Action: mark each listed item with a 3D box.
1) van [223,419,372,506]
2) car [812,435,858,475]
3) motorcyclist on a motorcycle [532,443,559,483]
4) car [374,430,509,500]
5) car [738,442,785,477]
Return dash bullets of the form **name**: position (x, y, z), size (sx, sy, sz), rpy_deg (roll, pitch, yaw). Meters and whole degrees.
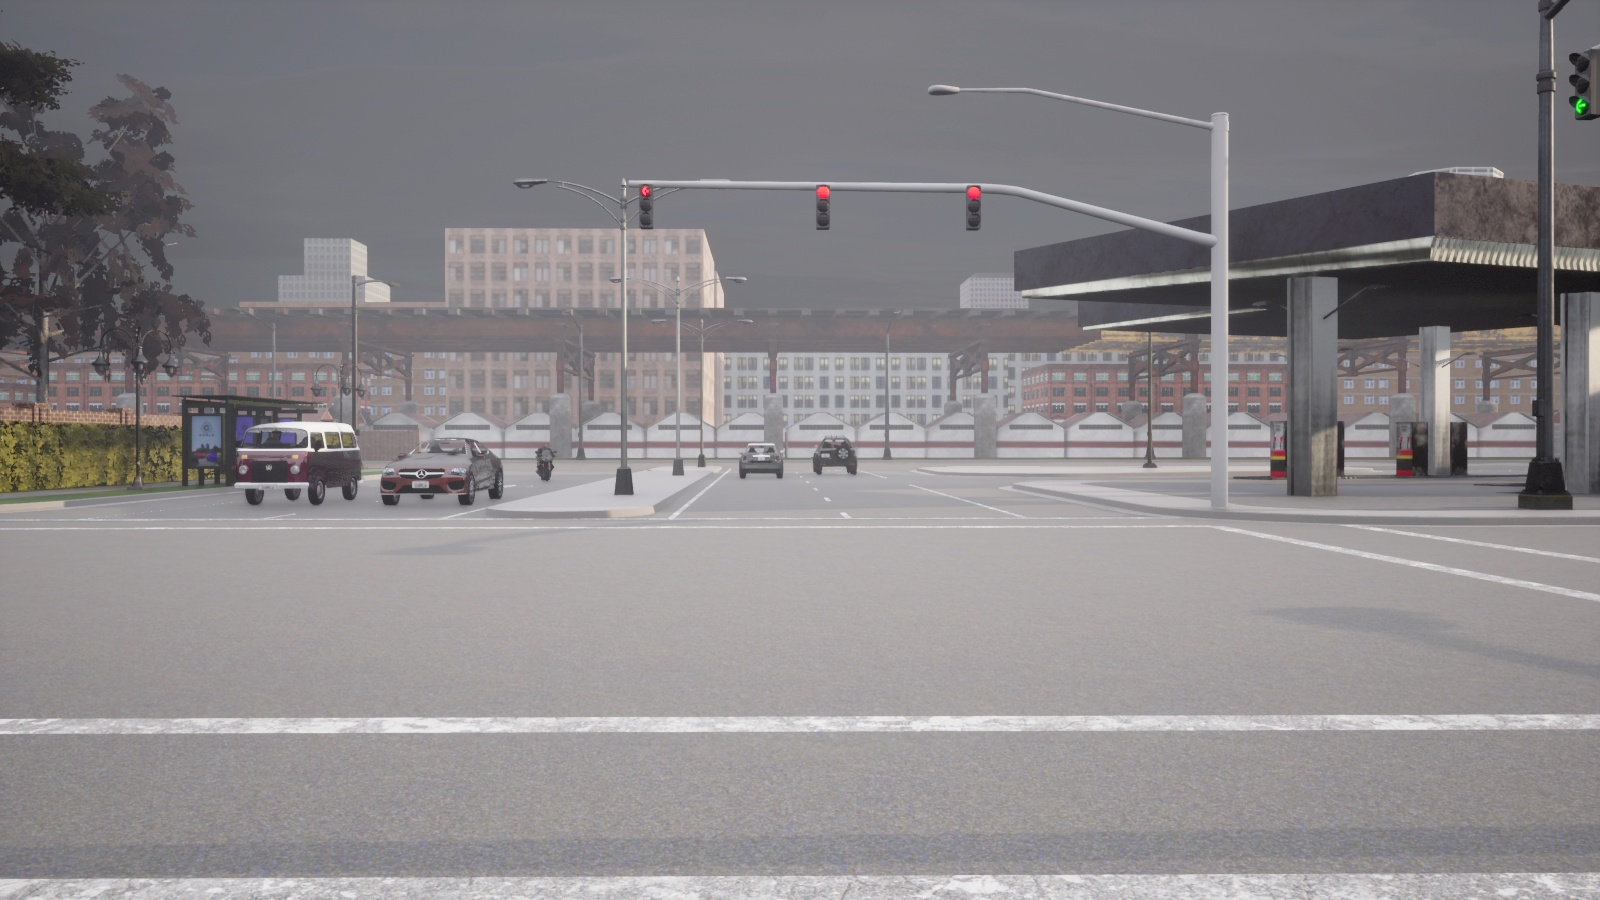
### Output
- **van**: position (-12.501, 0.282, 31.579), size (2.069, 2.038, 4.480), rpy_deg (0, 0, -2)
- **car**: position (1.644, 0.224, 60.391), size (1.932, 1.855, 4.605), rpy_deg (0, 0, -2)
- **motorcyclist on a motorcycle**: position (-9.973, 0.496, 49.186), size (0.866, 1.530, 2.191), rpy_deg (-1, 1, -16)
- **car**: position (-9.015, 0.337, 32.078), size (2.152, 1.651, 5.027), rpy_deg (0, 0, -2)
- **car**: position (-1.683, 0.403, 54.566), size (1.970, 1.475, 3.806), rpy_deg (0, 0, -2)
